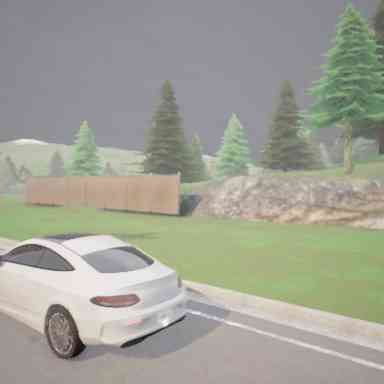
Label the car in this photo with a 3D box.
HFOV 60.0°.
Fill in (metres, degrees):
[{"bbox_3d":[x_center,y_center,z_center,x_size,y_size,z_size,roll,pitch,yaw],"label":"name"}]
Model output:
[{"bbox_3d":[-2.202,1.436,5.798,4.674,1.442,1.812,1,1,37],"label":"car"}]
